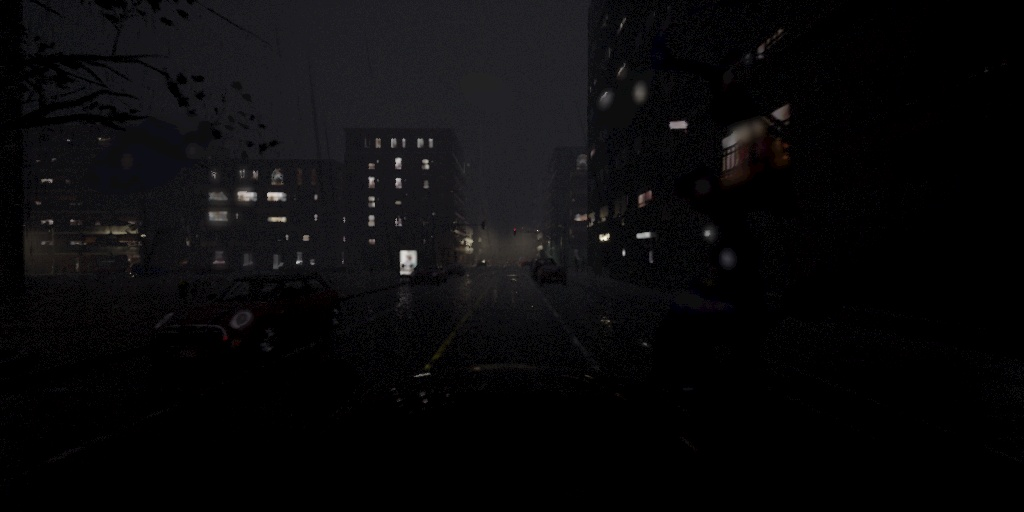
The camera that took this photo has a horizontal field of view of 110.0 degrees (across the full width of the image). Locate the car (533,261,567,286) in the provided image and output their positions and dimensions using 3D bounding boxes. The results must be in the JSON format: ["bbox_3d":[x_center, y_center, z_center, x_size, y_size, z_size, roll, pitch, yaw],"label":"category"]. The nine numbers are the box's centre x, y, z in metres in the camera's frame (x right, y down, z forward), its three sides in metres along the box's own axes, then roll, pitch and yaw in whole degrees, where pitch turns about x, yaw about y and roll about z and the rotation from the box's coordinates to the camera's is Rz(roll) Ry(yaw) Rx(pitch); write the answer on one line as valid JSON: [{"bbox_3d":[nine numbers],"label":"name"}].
[{"bbox_3d":[2.688,1.290,24.858,1.888,1.381,4.507,0,0,0],"label":"car"}]

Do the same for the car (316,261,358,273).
[{"bbox_3d":[-22.395,1.636,46.683,4.403,1.370,2.007,0,0,0],"label":"car"}]

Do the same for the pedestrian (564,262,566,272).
[{"bbox_3d":[6.134,0.893,41.672,0.375,1.860,0.375,0,0,0],"label":"pedestrian"}]

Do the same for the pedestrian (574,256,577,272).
[{"bbox_3d":[7.134,0.896,40.472,0.375,1.860,0.375,0,0,0],"label":"pedestrian"}]

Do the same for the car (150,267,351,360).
[{"bbox_3d":[-5.692,1.187,8.277,1.967,1.591,4.097,0,0,0],"label":"car"}]

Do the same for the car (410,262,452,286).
[{"bbox_3d":[-5.693,1.185,24.859,1.967,1.591,4.097,0,0,0],"label":"car"}]

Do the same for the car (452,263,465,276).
[{"bbox_3d":[-5.693,1.328,35.915,1.802,1.307,4.207,0,0,0],"label":"car"}]

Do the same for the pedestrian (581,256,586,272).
[{"bbox_3d":[8.134,0.913,41.072,0.375,1.860,0.375,0,0,0],"label":"pedestrian"}]

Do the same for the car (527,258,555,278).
[{"bbox_3d":[2.688,1.060,30.386,2.192,1.841,5.009,0,0,0],"label":"car"}]

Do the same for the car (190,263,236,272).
[{"bbox_3d":[-38.393,1.864,46.613,4.507,1.381,1.888,0,0,0],"label":"car"}]

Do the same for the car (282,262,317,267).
[{"bbox_3d":[-27.964,1.717,46.643,4.403,1.370,2.007,0,0,0],"label":"car"}]
